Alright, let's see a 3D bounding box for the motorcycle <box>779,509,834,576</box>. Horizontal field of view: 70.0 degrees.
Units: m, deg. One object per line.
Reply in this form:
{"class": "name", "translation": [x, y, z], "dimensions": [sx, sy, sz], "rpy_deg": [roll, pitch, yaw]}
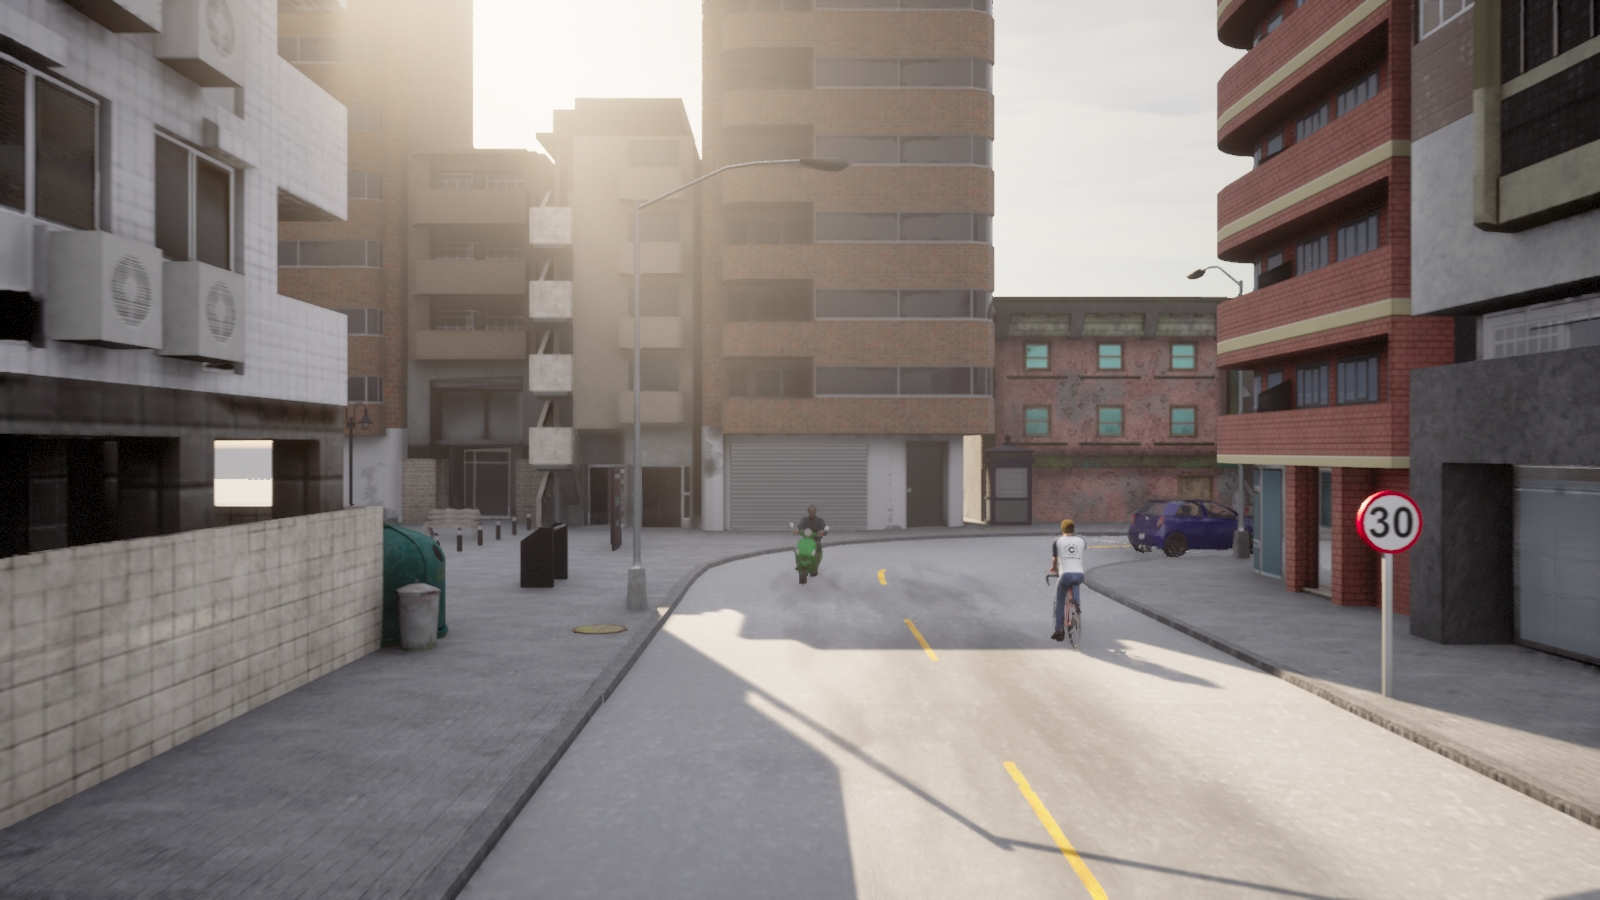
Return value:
{"class": "motorcycle", "translation": [0.157, 1.956, 24.393], "dimensions": [0.856, 1.236, 1.805], "rpy_deg": [3, 0, 9]}

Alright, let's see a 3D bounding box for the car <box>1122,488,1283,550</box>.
{"class": "car", "translation": [10.710, 1.810, 30.483], "dimensions": [3.633, 1.501, 1.845], "rpy_deg": [0, 0, -16]}

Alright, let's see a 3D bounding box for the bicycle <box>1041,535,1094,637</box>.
{"class": "bicycle", "translation": [3.854, 1.932, 16.543], "dimensions": [0.373, 1.296, 1.643], "rpy_deg": [0, -1, 0]}
